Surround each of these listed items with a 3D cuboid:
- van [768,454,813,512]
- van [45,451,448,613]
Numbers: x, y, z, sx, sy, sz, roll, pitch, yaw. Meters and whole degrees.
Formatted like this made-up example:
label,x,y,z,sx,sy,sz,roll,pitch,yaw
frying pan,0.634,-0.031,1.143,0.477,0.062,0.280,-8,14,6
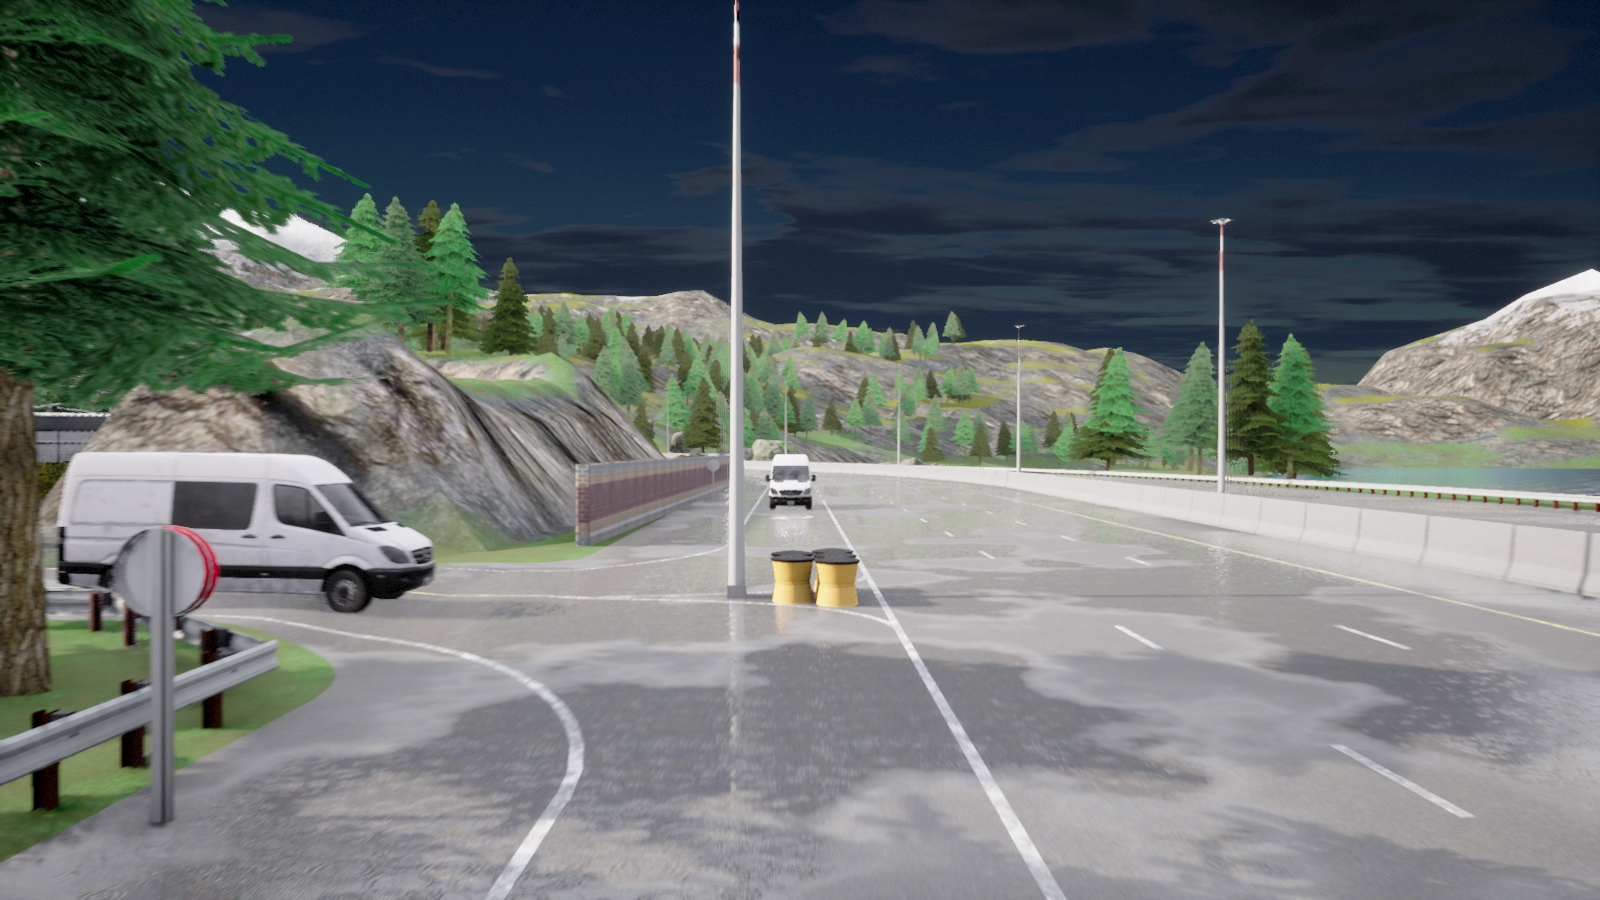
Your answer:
label,x,y,z,sx,sy,sz,roll,pitch,yaw
van,-0.444,1.498,54.284,1.988,2.561,5.915,0,0,0
van,-9.322,1.341,19.584,5.915,2.561,1.988,1,0,1
